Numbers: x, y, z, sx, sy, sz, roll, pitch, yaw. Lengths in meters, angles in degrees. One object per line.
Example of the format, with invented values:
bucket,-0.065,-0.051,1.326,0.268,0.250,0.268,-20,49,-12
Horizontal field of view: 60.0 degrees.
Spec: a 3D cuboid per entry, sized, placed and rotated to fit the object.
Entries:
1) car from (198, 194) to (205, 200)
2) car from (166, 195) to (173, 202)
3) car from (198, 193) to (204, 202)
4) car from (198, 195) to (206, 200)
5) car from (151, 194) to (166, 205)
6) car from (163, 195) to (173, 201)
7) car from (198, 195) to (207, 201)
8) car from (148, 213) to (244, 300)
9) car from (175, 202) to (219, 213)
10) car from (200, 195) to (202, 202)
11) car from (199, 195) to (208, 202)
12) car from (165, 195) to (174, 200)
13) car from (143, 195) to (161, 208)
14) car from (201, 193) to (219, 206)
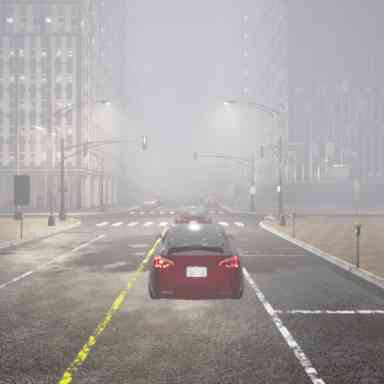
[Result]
car,2.546,1.361,92.777,1.752,1.417,4.829,0,0,0
car,-5.808,1.435,75.574,1.887,1.381,4.507,0,0,0
car,2.583,1.220,69.907,2.192,1.841,5.009,0,0,0
car,2.555,1.407,86.931,2.008,1.369,4.403,0,0,0
car,-5.871,1.261,52.872,2.192,1.841,5.009,0,0,0
car,-5.816,1.424,81.249,2.008,1.369,4.403,0,0,0
car,2.564,1.418,81.256,1.887,1.381,4.507,0,0,0
car,0.082,1.501,8.420,2.163,1.488,4.792,0,0,0
car,0.059,1.496,18.233,2.163,1.488,4.792,0,0,0
car,2.707,1.497,52.885,2.008,1.369,4.403,0,0,0
car,2.573,1.415,75.752,1.752,1.417,4.829,0,0,0
car,-5.825,1.407,86.925,2.008,1.369,4.403,0,0,0
car,-5.893,1.483,47.024,1.752,1.417,4.829,0,0,0
car,2.747,1.398,47.206,1.967,1.590,4.097,0,0,0
